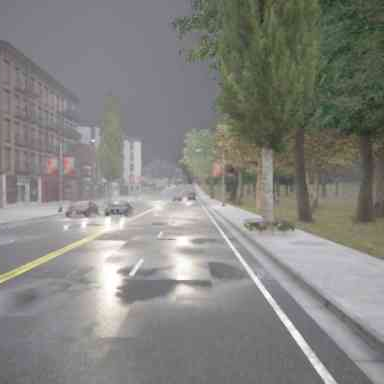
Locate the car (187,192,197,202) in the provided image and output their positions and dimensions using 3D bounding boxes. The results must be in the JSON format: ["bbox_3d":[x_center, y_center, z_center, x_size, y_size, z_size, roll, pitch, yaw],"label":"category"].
[{"bbox_3d":[-0.040,1.339,72.304,1.837,1.490,4.892,0,0,0],"label":"car"}]

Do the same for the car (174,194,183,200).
[{"bbox_3d":[-3.296,1.238,81.917,1.895,1.301,4.718,0,1,0],"label":"car"}]

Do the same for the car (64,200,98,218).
[{"bbox_3d":[-9.780,1.456,29.939,1.812,1.442,4.674,0,0,0],"label":"car"}]

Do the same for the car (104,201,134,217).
[{"bbox_3d":[-6.528,1.493,30.154,1.994,1.385,4.181,0,0,0],"label":"car"}]

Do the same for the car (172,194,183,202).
[{"bbox_3d":[-3.290,1.363,73.131,1.812,1.442,4.674,0,0,0],"label":"car"}]
